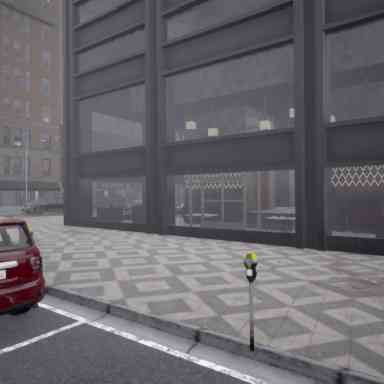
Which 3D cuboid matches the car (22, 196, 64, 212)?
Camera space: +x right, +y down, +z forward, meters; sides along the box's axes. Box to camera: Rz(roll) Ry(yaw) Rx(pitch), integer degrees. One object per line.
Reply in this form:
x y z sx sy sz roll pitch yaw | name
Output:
-15.147 1.434 35.626 2.150 2.045 5.566 -1 -1 36 | car

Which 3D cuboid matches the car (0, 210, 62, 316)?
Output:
-4.811 1.317 6.282 5.009 1.841 2.192 0 -1 35 | car
